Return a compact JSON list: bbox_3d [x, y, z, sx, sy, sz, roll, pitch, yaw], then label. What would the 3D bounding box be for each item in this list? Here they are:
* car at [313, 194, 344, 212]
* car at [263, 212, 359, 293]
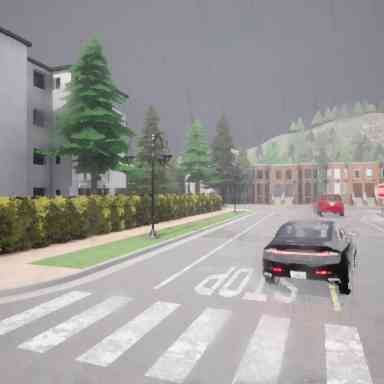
[{"bbox_3d":[13.149,1.240,32.239,2.150,2.045,5.566,0,0,14],"label":"car"},{"bbox_3d":[3.307,1.496,8.979,2.128,1.511,4.902,-2,-1,28],"label":"car"}]
